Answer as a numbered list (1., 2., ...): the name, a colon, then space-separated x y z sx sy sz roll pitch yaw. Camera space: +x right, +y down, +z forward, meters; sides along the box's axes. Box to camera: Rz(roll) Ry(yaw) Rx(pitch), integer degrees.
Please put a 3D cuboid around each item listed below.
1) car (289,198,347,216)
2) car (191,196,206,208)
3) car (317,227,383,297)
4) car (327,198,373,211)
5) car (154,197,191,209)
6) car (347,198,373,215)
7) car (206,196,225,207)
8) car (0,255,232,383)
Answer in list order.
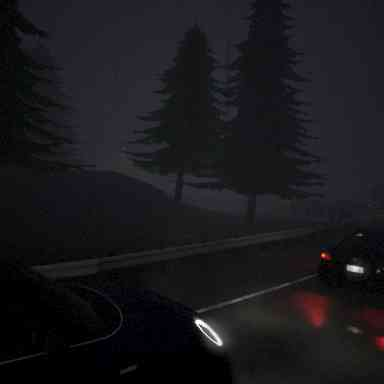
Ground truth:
1. car: 12.176 1.484 32.856 5.008 1.535 1.882 0 0 35
2. car: -1.097 1.458 46.320 4.902 1.511 2.128 0 0 35
3. car: 4.878 1.564 8.219 4.181 1.385 1.994 0 0 -42
4. car: 19.307 1.509 40.691 4.892 1.490 1.837 0 0 35
5. car: -2.911 1.494 43.319 4.674 1.442 1.812 0 0 35
6. car: 16.050 1.531 34.431 4.674 1.442 1.812 0 0 35
7. car: 2.846 1.444 52.105 5.008 1.535 1.882 0 0 35
8. car: -1.819 1.352 2.744 4.553 1.767 2.097 0 0 -36
